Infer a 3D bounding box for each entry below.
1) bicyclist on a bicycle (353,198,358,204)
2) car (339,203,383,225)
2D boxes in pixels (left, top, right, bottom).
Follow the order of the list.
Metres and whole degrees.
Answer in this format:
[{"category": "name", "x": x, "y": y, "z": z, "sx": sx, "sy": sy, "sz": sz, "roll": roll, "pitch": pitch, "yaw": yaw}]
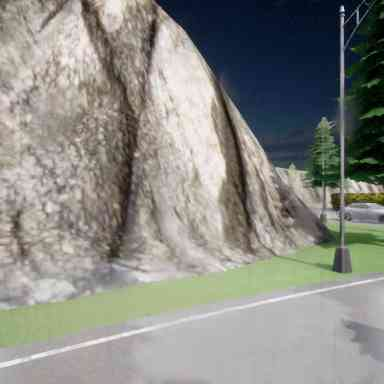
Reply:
[{"category": "bicyclist on a bicycle", "x": 16.430, "y": 1.452, "z": 33.354, "sx": 1.656, "sy": 1.620, "sz": 0.582, "roll": 0, "pitch": 0, "yaw": -28}, {"category": "car", "x": 13.122, "y": 1.525, "z": 24.476, "sx": 1.812, "sy": 1.442, "sz": 4.674, "roll": 0, "pitch": 0, "yaw": -28}]
